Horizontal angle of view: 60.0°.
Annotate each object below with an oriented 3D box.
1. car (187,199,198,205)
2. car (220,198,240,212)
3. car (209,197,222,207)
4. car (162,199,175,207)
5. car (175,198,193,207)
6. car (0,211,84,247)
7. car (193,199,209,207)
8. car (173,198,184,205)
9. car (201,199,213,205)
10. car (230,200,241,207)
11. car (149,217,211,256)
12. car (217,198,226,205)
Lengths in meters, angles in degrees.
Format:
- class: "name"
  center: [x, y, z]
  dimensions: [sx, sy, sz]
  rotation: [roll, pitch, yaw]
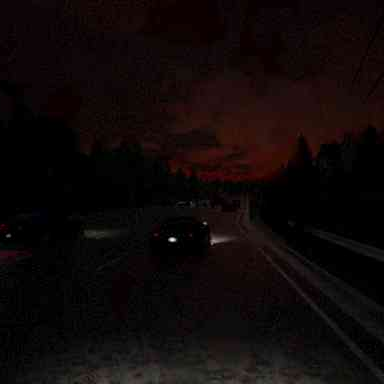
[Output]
- class: "car"
  center: [0.194, 2.347, 80.319]
  dimensions: [1.812, 1.442, 4.674]
  rotation: [0, -1, 10]
- class: "car"
  center: [5.599, 2.083, 49.002]
  dimensions: [1.882, 1.535, 5.008]
  rotation: [0, -1, 10]
- class: "car"
  center: [5.345, 2.068, 68.902]
  dimensions: [2.150, 2.045, 5.566]
  rotation: [0, -1, 10]
- class: "car"
  center: [-4.946, 2.223, 71.019]
  dimensions: [2.097, 1.767, 4.553]
  rotation: [0, -1, 10]
- class: "car"
  center: [-1.561, 2.381, 70.047]
  dimensions: [2.128, 1.511, 4.902]
  rotation: [0, -1, 10]
- class: "car"
  center: [-7.112, 1.678, 16.172]
  dimensions: [1.882, 1.535, 5.008]
  rotation: [0, -1, 10]
- class: "car"
  center: [1.960, 2.379, 69.868]
  dimensions: [1.812, 1.442, 4.674]
  rotation: [0, -1, 10]
- class: "car"
  center: [-3.256, 2.330, 80.909]
  dimensions: [1.837, 1.490, 4.892]
  rotation: [0, -1, 10]
- class: "car"
  center: [3.644, 2.356, 79.730]
  dimensions: [2.033, 1.411, 5.357]
  rotation: [0, -1, 10]
- class: "car"
  center: [9.038, 2.345, 69.148]
  dimensions: [2.128, 1.511, 4.902]
  rotation: [0, -1, 10]
- class: "car"
  center: [-0.365, 1.739, 14.089]
  dimensions: [1.994, 1.385, 4.181]
  rotation: [0, -1, 10]
- class: "car"
  center: [7.094, 2.309, 79.141]
  dimensions: [1.837, 1.490, 4.892]
  rotation: [0, -1, 10]
